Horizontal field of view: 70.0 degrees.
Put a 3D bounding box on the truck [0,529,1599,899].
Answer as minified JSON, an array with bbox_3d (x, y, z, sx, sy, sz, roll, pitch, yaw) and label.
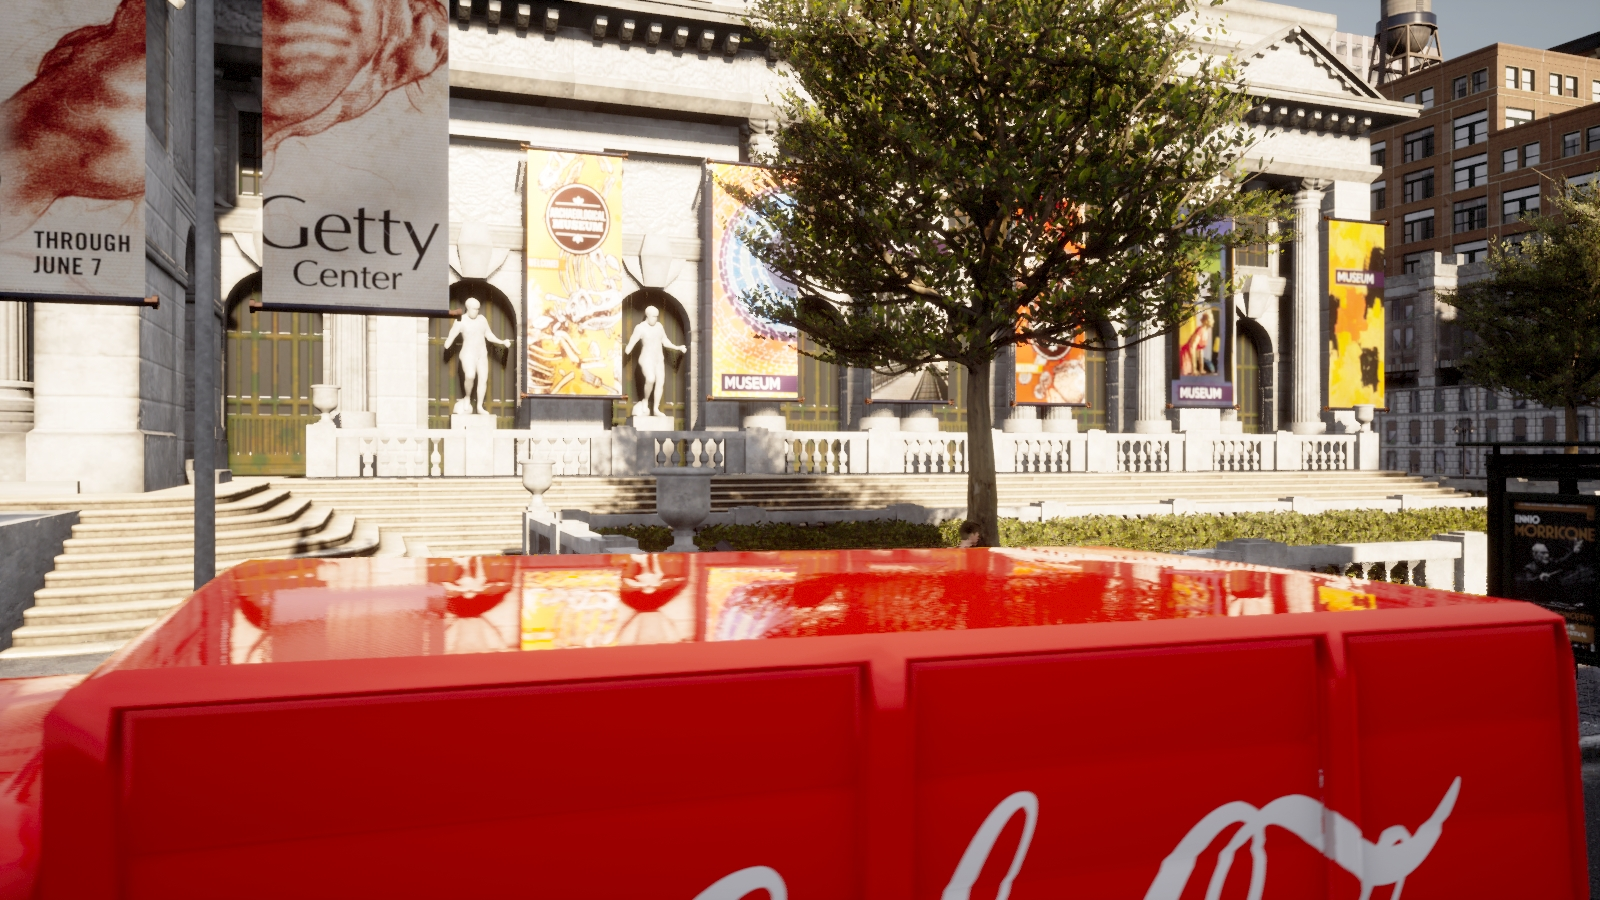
[{"bbox_3d":[-0.798,1.573,3.005,5.204,2.467,2.627,0,0,-20],"label":"truck"}]
